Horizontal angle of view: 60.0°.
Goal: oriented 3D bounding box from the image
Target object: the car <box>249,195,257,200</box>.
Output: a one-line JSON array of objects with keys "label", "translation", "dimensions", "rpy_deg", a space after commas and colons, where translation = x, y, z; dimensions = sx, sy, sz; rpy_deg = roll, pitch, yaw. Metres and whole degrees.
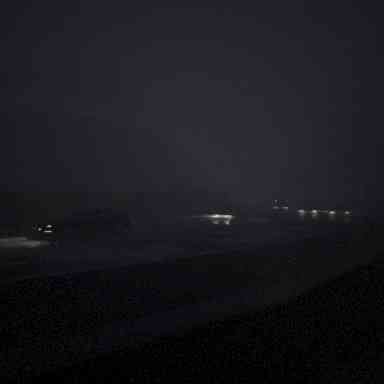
[{"label": "car", "translation": [13.554, 1.485, 74.292], "dimensions": [1.812, 1.442, 4.674], "rpy_deg": [0, 0, 7]}]

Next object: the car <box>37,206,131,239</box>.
[{"label": "car", "translation": [-5.605, 1.559, 17.780], "dimensions": [4.892, 1.490, 1.837], "rpy_deg": [0, 0, -43]}]

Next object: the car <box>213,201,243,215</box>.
[{"label": "car", "translation": [3.846, 1.624, 34.941], "dimensions": [1.994, 1.385, 4.181], "rpy_deg": [0, 0, 29]}]

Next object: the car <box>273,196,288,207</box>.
[{"label": "car", "translation": [14.149, 1.419, 53.216], "dimensions": [2.097, 1.767, 4.553], "rpy_deg": [0, 0, 10]}]

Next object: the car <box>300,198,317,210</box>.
[{"label": "car", "translation": [15.244, 1.568, 43.469], "dimensions": [1.812, 1.442, 4.674], "rpy_deg": [0, 0, 18]}]

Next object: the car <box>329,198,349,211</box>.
[{"label": "car", "translation": [18.168, 1.507, 41.222], "dimensions": [1.882, 1.535, 5.008], "rpy_deg": [0, 0, 19]}]
